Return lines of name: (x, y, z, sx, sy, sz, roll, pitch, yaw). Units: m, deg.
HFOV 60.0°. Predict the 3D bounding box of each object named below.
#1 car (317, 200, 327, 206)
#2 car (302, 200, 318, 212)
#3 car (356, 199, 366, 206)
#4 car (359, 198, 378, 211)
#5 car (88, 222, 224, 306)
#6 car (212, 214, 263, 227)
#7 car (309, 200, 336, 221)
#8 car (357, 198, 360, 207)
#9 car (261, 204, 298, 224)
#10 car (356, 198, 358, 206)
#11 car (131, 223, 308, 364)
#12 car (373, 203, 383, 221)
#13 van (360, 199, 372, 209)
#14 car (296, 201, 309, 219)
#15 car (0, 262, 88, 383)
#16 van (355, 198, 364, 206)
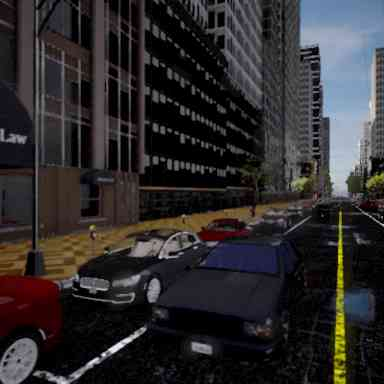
car: (31.590, 2.545, 80.783, 2.008, 1.369, 4.403, -1, -1, 24)
car: (17.645, 2.044, 49.666, 1.967, 1.590, 4.097, -1, -1, 24)
car: (39.237, 2.442, 77.357, 1.967, 1.590, 4.097, -1, -1, 24)
car: (27.616, 1.993, 51.427, 2.192, 1.841, 5.009, -1, -1, 24)
car: (-0.947, 1.630, 8.174, 2.008, 1.369, 4.403, -1, -1, 24)
car: (1.378, 1.727, 13.359, 1.802, 1.307, 4.206, -1, -1, 24)
car: (12.717, 1.876, 32.067, 1.882, 1.535, 5.008, 0, -1, 24)
car: (29.941, 2.058, 56.614, 2.192, 1.841, 5.009, -1, -1, 24)
car: (6.025, 1.827, 23.733, 2.008, 1.369, 4.403, -1, -1, 24)
car: (34.589, 2.313, 66.984, 1.967, 1.590, 4.097, -1, -1, 24)
car: (1.215, 1.623, 6.649, 2.033, 1.411, 5.357, 0, -1, 24)
car: (18.321, 1.966, 30.678, 2.008, 1.369, 4.403, -1, -1, 24)
van: (32.265, 2.149, 61.799, 1.690, 1.788, 3.998, -1, -1, 24)
car: (10.673, 1.958, 34.105, 2.008, 1.369, 4.403, -1, -1, 24)
car: (-3.270, 1.558, 2.987, 1.887, 1.381, 4.507, -1, -1, 24)
van: (41.560, 2.408, 82.545, 1.690, 1.788, 3.998, -1, -1, 24)
